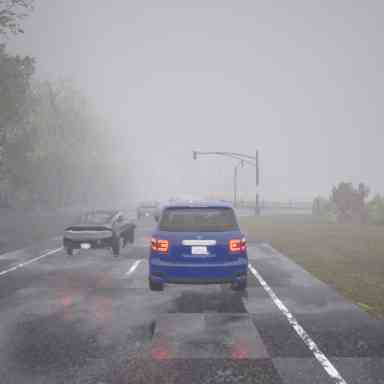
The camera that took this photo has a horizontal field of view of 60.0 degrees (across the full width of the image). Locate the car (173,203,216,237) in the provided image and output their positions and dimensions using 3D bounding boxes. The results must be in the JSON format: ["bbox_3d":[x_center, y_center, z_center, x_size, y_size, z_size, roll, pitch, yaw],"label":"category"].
[{"bbox_3d":[0.122,1.496,19.001,2.128,1.511,4.902,0,0,0],"label":"car"}]

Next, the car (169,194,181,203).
[{"bbox_3d":[-3.334,1.355,66.981,2.097,1.767,4.553,0,0,0],"label":"car"}]

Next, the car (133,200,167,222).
[{"bbox_3d":[-3.373,1.498,27.573,2.128,1.511,4.902,0,0,0],"label":"car"}]

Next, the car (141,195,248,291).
[{"bbox_3d":[0.114,1.224,9.138,2.150,2.045,5.566,0,0,-1],"label":"car"}]

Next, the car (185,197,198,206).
[{"bbox_3d":[-0.053,1.553,56.536,2.033,1.411,5.357,0,0,2],"label":"car"}]

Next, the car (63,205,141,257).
[{"bbox_3d":[-3.386,1.495,13.006,2.128,1.511,4.902,0,0,0],"label":"car"}]
